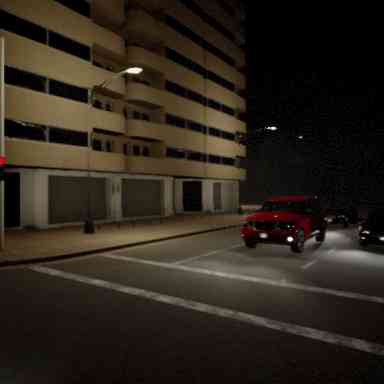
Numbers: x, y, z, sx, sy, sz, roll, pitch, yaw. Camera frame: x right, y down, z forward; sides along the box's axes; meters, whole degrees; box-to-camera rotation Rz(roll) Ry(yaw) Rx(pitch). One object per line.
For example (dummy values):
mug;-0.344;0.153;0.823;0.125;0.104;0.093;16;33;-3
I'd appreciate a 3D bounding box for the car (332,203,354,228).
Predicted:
car;9.845;1.493;22.455;2.128;1.511;4.902;0;0;35

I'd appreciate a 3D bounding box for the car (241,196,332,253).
car;4.160;1.224;14.323;2.150;2.045;5.566;0;0;35

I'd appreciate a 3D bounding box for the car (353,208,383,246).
car;8.564;1.505;14.521;1.837;1.490;4.892;0;0;35
